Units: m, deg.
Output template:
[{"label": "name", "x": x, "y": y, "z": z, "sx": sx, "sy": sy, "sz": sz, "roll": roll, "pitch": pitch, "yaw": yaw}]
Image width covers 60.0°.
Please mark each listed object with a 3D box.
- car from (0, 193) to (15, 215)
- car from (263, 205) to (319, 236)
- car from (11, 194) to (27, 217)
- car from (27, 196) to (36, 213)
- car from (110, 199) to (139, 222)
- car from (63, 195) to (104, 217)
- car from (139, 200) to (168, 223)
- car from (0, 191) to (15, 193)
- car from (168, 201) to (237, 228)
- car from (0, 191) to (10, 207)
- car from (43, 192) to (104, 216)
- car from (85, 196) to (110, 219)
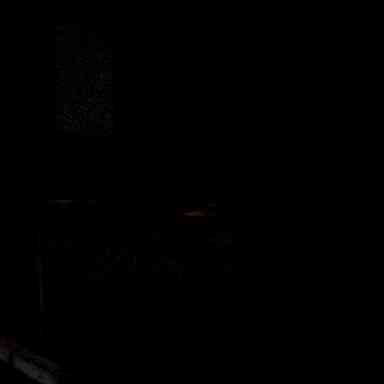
[{"label": "car", "x": -16.853, "y": 1.225, "z": 34.904, "sx": 1.946, "sy": 1.575, "sz": 5.366, "roll": 1, "pitch": 0, "yaw": 35}, {"label": "car", "x": 5.642, "y": 1.473, "z": 18.639, "sx": 2.163, "sy": 1.488, "sz": 4.792, "roll": 1, "pitch": 0, "yaw": 35}, {"label": "car", "x": -14.701, "y": 1.253, "z": 33.139, "sx": 2.097, "sy": 1.535, "sz": 5.008, "roll": 1, "pitch": 0, "yaw": 35}, {"label": "car", "x": -12.438, "y": 1.278, "z": 31.529, "sx": 2.231, "sy": 1.521, "sz": 4.892, "roll": 1, "pitch": 0, "yaw": 35}, {"label": "car", "x": -3.384, "y": 1.361, "z": 25.103, "sx": 2.231, "sy": 1.521, "sz": 4.892, "roll": 1, "pitch": 0, "yaw": 35}, {"label": "car", "x": -7.909, "y": 1.318, "z": 28.321, "sx": 2.097, "sy": 1.535, "sz": 5.008, "roll": 1, "pitch": 0, "yaw": 35}, {"label": "car", "x": -1.110, "y": 1.411, "z": 23.513, "sx": 2.163, "sy": 1.488, "sz": 4.792, "roll": 1, "pitch": 0, "yaw": 35}, {"label": "car", "x": -23.761, "y": 0.880, "z": 39.557, "sx": 2.435, "sy": 2.045, "sz": 5.566, "roll": 1, "pitch": 1, "yaw": 35}, {"label": "car", "x": 1.027, "y": 1.399, "z": 21.730, "sx": 1.946, "sy": 1.575, "sz": 5.366, "roll": 1, "pitch": 0, "yaw": 35}, {"label": "car", "x": -25.991, "y": 0.843, "z": 41.213, "sx": 2.435, "sy": 2.045, "sz": 5.566, "roll": 1, "pitch": 1, "yaw": 35}, {"label": "car", "x": -10.189, "y": 1.046, "z": 29.901, "sx": 2.435, "sy": 2.045, "sz": 5.566, "roll": 1, "pitch": 0, "yaw": 35}, {"label": "car", "x": -5.647, "y": 1.339, "z": 26.712, "sx": 2.097, "sy": 1.535, "sz": 5.008, "roll": 1, "pitch": 0, "yaw": 35}]
